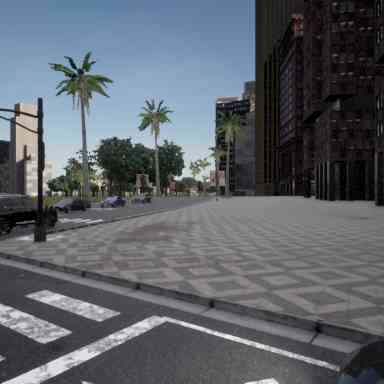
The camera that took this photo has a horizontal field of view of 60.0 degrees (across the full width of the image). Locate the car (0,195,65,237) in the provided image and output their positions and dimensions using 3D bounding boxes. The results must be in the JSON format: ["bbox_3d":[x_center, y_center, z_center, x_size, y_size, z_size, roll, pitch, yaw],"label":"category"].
[{"bbox_3d":[-9.840,1.160,18.165,2.150,2.045,5.566,0,0,16],"label":"car"}]

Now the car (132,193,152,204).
[{"bbox_3d":[-8.087,0.994,53.670,2.097,1.767,4.553,0,1,11],"label":"car"}]

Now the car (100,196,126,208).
[{"bbox_3d":[-10.218,1.259,43.589,1.812,1.442,4.674,0,1,13],"label":"car"}]

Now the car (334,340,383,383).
[{"bbox_3d":[3.181,1.505,1.441,4.892,1.490,1.837,0,0,34],"label":"car"}]

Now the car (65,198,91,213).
[{"bbox_3d":[-12.444,1.362,34.196,2.033,1.411,5.357,0,0,14],"label":"car"}]
